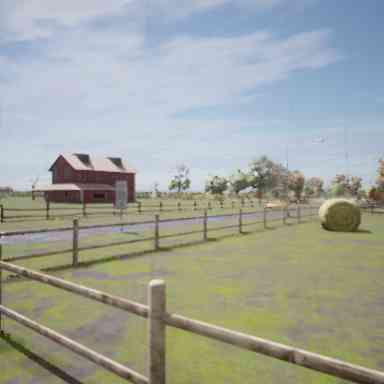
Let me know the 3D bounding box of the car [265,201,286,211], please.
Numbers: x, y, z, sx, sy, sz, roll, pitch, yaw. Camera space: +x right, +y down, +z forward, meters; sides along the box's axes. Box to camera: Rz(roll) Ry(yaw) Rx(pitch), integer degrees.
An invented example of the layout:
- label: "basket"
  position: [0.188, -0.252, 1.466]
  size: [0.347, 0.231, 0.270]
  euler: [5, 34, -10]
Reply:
- label: "car"
  position: [12.779, 2.107, 50.772]
  size: [1.882, 1.535, 5.008]
  euler: [0, -1, 35]
